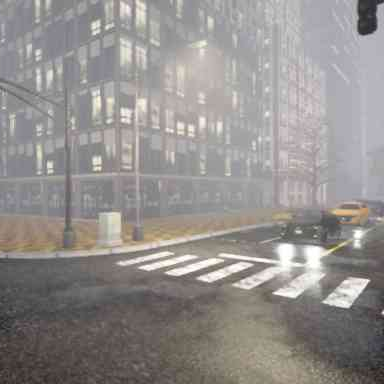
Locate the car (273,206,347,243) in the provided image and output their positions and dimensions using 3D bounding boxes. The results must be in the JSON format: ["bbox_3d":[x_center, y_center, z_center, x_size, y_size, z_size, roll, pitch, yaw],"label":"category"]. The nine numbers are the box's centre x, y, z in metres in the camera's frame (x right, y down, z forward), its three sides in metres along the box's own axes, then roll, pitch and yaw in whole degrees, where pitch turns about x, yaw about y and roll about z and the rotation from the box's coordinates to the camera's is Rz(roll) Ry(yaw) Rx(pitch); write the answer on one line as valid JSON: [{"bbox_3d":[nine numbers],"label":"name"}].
[{"bbox_3d":[5.831,1.552,16.114,1.994,1.385,4.181,0,0,37],"label":"car"}]

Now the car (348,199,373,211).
[{"bbox_3d":[20.193,1.528,39.862,1.947,1.339,4.313,-1,0,37],"label":"car"}]

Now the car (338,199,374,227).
[{"bbox_3d":[11.107,1.457,23.230,1.882,1.535,5.008,0,0,36],"label":"car"}]

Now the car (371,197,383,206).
[{"bbox_3d":[30.161,1.463,53.316,1.752,1.417,4.829,-1,0,37],"label":"car"}]

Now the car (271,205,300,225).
[{"bbox_3d":[6.664,1.515,21.605,1.752,1.417,4.829,-1,0,37],"label":"car"}]

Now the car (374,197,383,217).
[{"bbox_3d":[17.444,1.514,31.780,2.033,1.411,5.357,0,0,36],"label":"car"}]
